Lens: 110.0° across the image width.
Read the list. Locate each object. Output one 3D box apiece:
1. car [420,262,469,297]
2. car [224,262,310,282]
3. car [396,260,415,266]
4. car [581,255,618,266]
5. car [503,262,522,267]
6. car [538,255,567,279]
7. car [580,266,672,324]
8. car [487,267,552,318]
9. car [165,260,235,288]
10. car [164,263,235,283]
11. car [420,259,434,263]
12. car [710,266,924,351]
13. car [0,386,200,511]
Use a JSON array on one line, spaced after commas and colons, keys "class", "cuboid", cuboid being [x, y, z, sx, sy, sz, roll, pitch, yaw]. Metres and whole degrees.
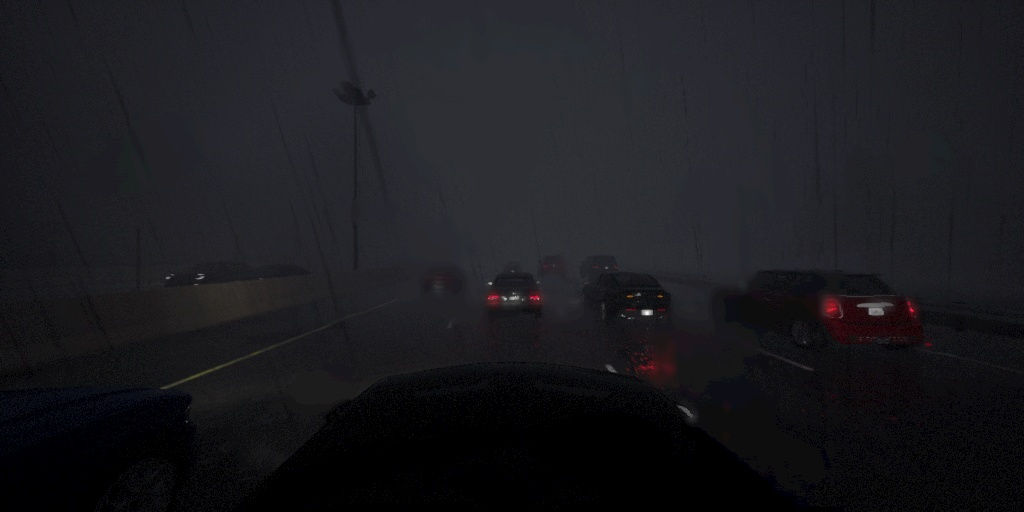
[{"class": "car", "cuboid": [-3.405, 1.242, 18.977, 2.128, 1.511, 4.902, 0, 0, 0]}, {"class": "car", "cuboid": [-14.105, 1.227, 21.396, 1.882, 1.535, 5.008, 0, 0, 0]}, {"class": "car", "cuboid": [-18.318, 1.312, 62.643, 1.994, 1.385, 4.181, 0, 0, -4]}, {"class": "car", "cuboid": [7.092, 0.973, 29.577, 2.150, 2.045, 5.566, 0, 0, 0]}, {"class": "car", "cuboid": [0.077, 1.277, 36.305, 1.812, 1.442, 4.674, 0, 0, 0]}, {"class": "car", "cuboid": [3.590, 0.973, 32.399, 2.150, 2.045, 5.566, 0, 0, 0]}, {"class": "car", "cuboid": [3.597, 1.255, 11.966, 1.837, 1.490, 4.892, 0, 0, 0]}, {"class": "car", "cuboid": [0.097, 1.296, 13.016, 2.033, 1.411, 5.357, 0, 0, 0]}, {"class": "car", "cuboid": [-17.605, 1.101, 21.173, 2.097, 1.767, 4.553, 0, 0, 0]}, {"class": "car", "cuboid": [-24.602, 1.312, 28.481, 1.994, 1.385, 4.181, 0, 0, 0]}, {"class": "car", "cuboid": [-14.787, 1.228, 62.403, 1.882, 1.535, 5.008, 0, 0, -4]}, {"class": "car", "cuboid": [7.098, 1.103, 9.124, 2.097, 1.767, 4.553, 0, 0, 0]}, {"class": "car", "cuboid": [-3.400, 1.227, 0.756, 1.882, 1.535, 5.008, 0, 0, 0]}]
